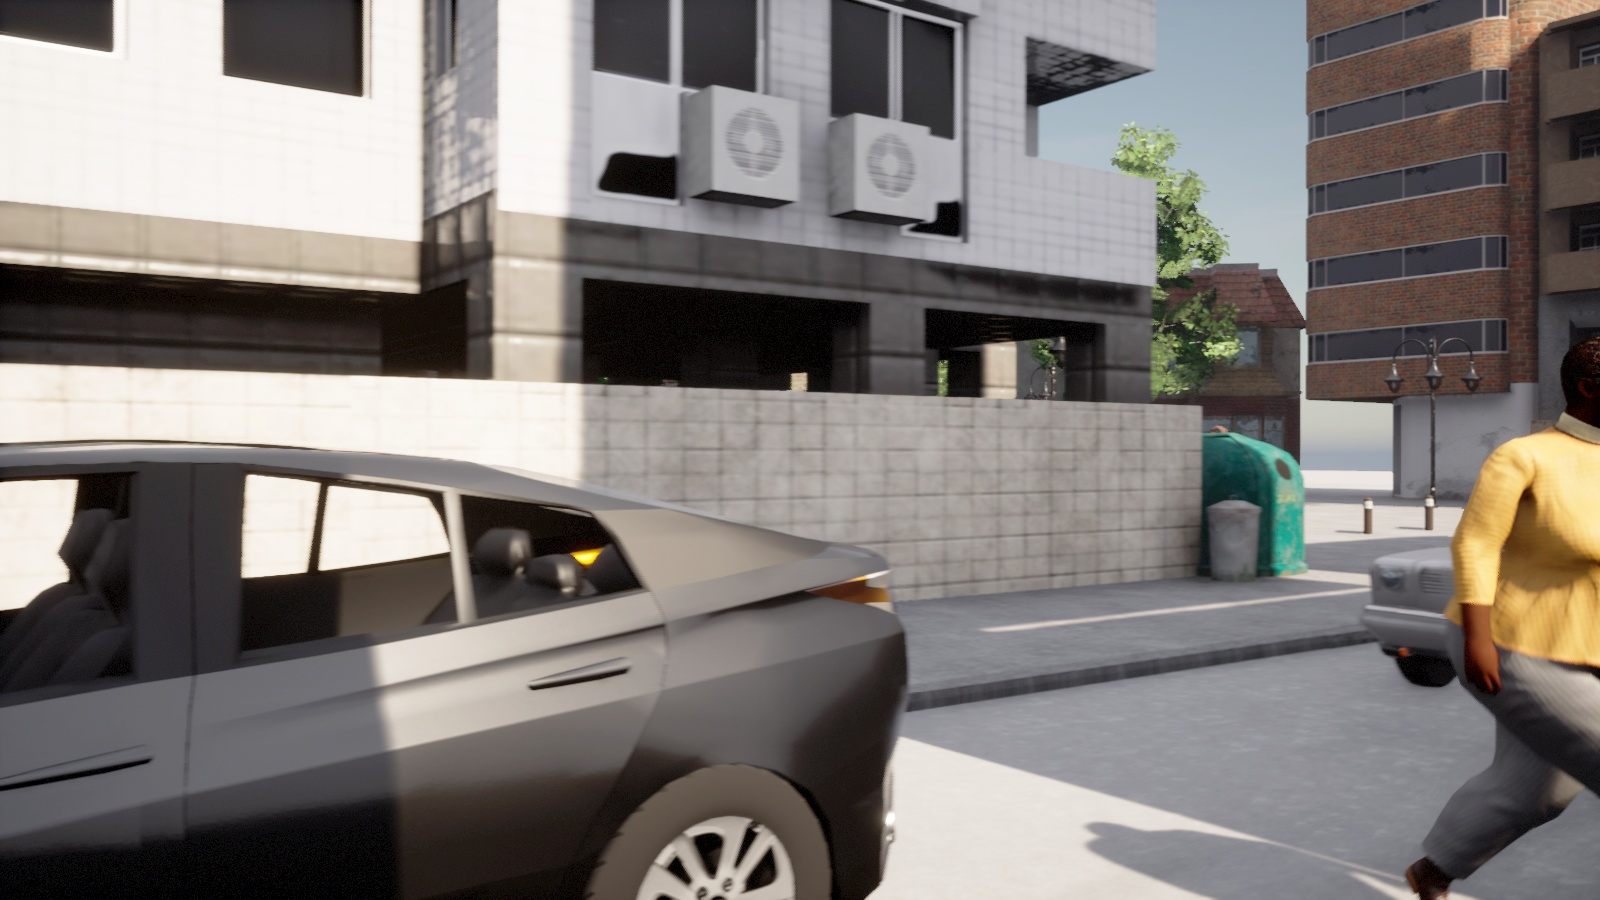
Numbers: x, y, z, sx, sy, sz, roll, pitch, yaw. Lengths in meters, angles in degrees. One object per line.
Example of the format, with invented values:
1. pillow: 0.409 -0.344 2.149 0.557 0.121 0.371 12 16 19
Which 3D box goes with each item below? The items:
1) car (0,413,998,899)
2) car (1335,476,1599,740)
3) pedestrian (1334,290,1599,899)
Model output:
1. car: -1.885 0.703 2.957 4.514 1.525 2.007 0 0 -35
2. car: 5.759 0.850 8.284 4.718 1.301 1.895 0 0 -35
3. pedestrian: 2.187 0.537 3.548 0.874 1.855 0.900 0 0 -30
